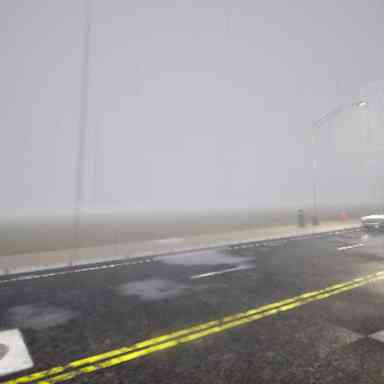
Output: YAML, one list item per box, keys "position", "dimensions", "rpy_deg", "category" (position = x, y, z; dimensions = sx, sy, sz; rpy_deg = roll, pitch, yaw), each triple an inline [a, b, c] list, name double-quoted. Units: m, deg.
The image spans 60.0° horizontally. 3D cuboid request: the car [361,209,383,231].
- position: [12.382, 1.659, 20.402]
  dimensions: [4.718, 1.301, 1.895]
  rpy_deg: [-1, -1, -36]
  category: "car"
